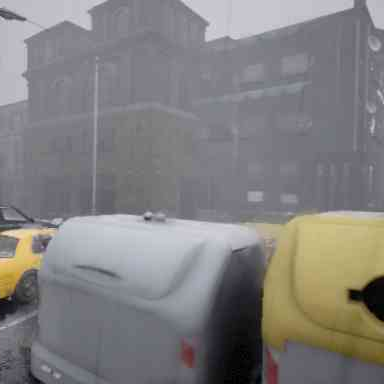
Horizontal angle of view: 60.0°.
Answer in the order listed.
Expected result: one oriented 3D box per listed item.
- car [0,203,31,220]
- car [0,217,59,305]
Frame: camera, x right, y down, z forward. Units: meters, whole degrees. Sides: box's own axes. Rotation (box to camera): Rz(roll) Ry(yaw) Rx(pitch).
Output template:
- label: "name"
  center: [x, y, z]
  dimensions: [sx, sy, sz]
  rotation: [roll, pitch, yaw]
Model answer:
- label: "car"
  center: [-6.330, 1.343, 10.034]
  dimensions: [2.435, 2.045, 5.566]
  rotation: [0, -1, 16]
- label: "car"
  center: [-3.833, 1.564, 8.409]
  dimensions: [1.946, 1.575, 5.366]
  rotation: [-1, -1, 16]
